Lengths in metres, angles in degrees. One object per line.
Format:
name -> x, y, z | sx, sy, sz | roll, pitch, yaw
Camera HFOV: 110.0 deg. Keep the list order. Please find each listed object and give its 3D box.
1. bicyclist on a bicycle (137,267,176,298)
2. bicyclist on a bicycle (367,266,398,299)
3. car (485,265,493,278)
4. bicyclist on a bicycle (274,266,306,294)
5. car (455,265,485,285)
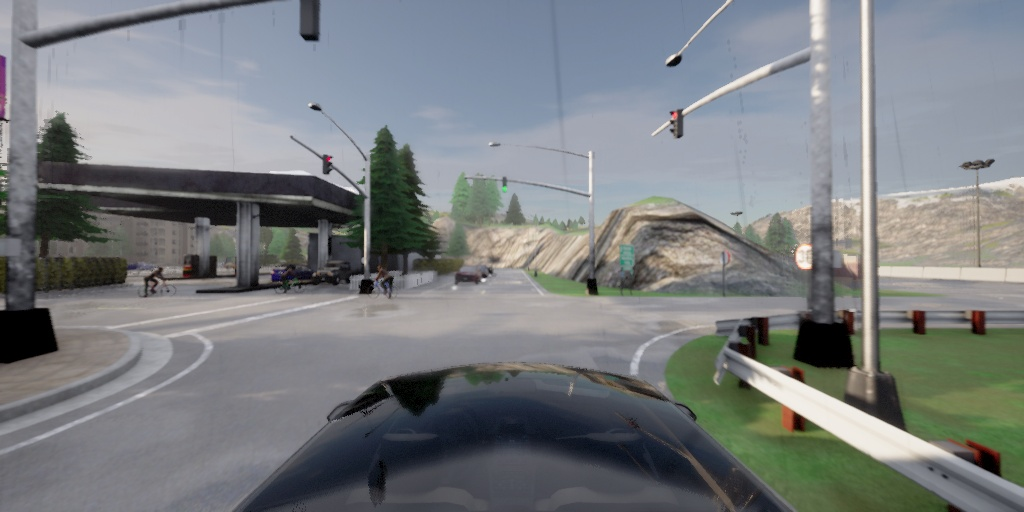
bicyclist on a bicycle -> -18.557, 1.379, 18.752 | 1.656, 1.620, 0.582 | 1, -2, -15
bicyclist on a bicycle -> -6.306, 1.290, 17.445 | 1.656, 1.620, 0.582 | 0, -2, 12
car -> -3.603, 1.727, 40.189 | 2.033, 1.411, 5.357 | 0, -1, 0
bicyclist on a bicycle -> -13.104, 1.420, 21.223 | 1.656, 1.620, 0.582 | 1, -1, -40
car -> -3.605, 1.547, 30.327 | 1.882, 1.535, 5.008 | 0, -1, 0
